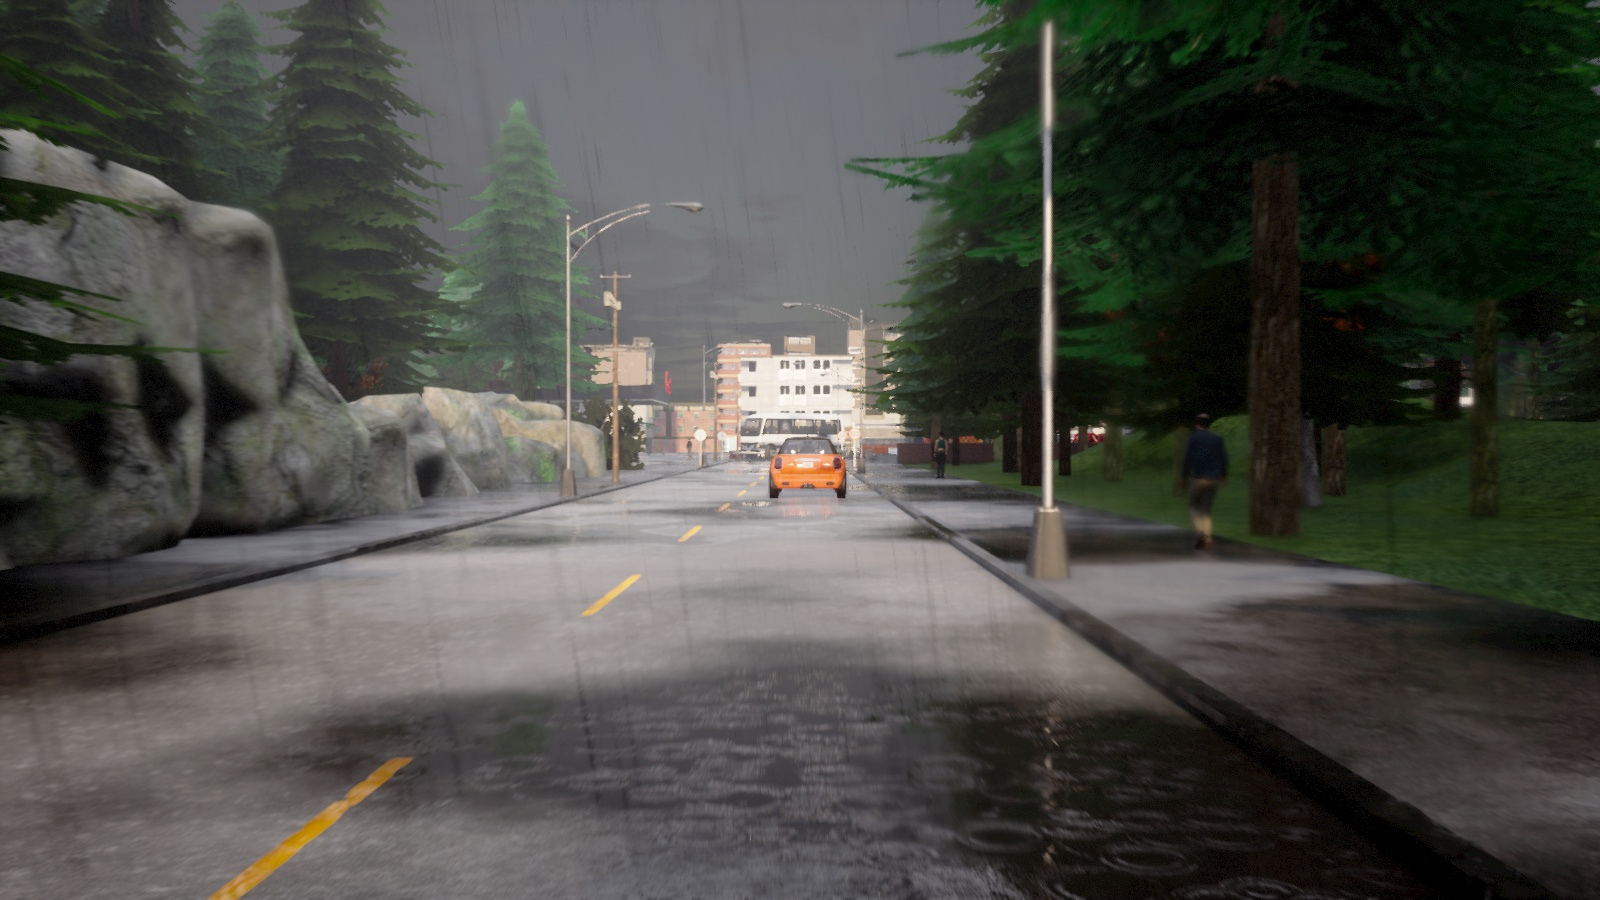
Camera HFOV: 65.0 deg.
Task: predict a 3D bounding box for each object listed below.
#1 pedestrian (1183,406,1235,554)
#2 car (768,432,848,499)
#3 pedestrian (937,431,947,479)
[{"bbox_3d":[5.215,0.371,16.030,0.402,1.842,0.726,0,0,-2],"label":"pedestrian"},{"bbox_3d":[0.218,0.407,35.411,2.097,1.767,4.553,0,0,0],"label":"car"},{"bbox_3d":[5.463,0.190,48.436,0.345,1.836,0.594,0,0,2],"label":"pedestrian"}]
